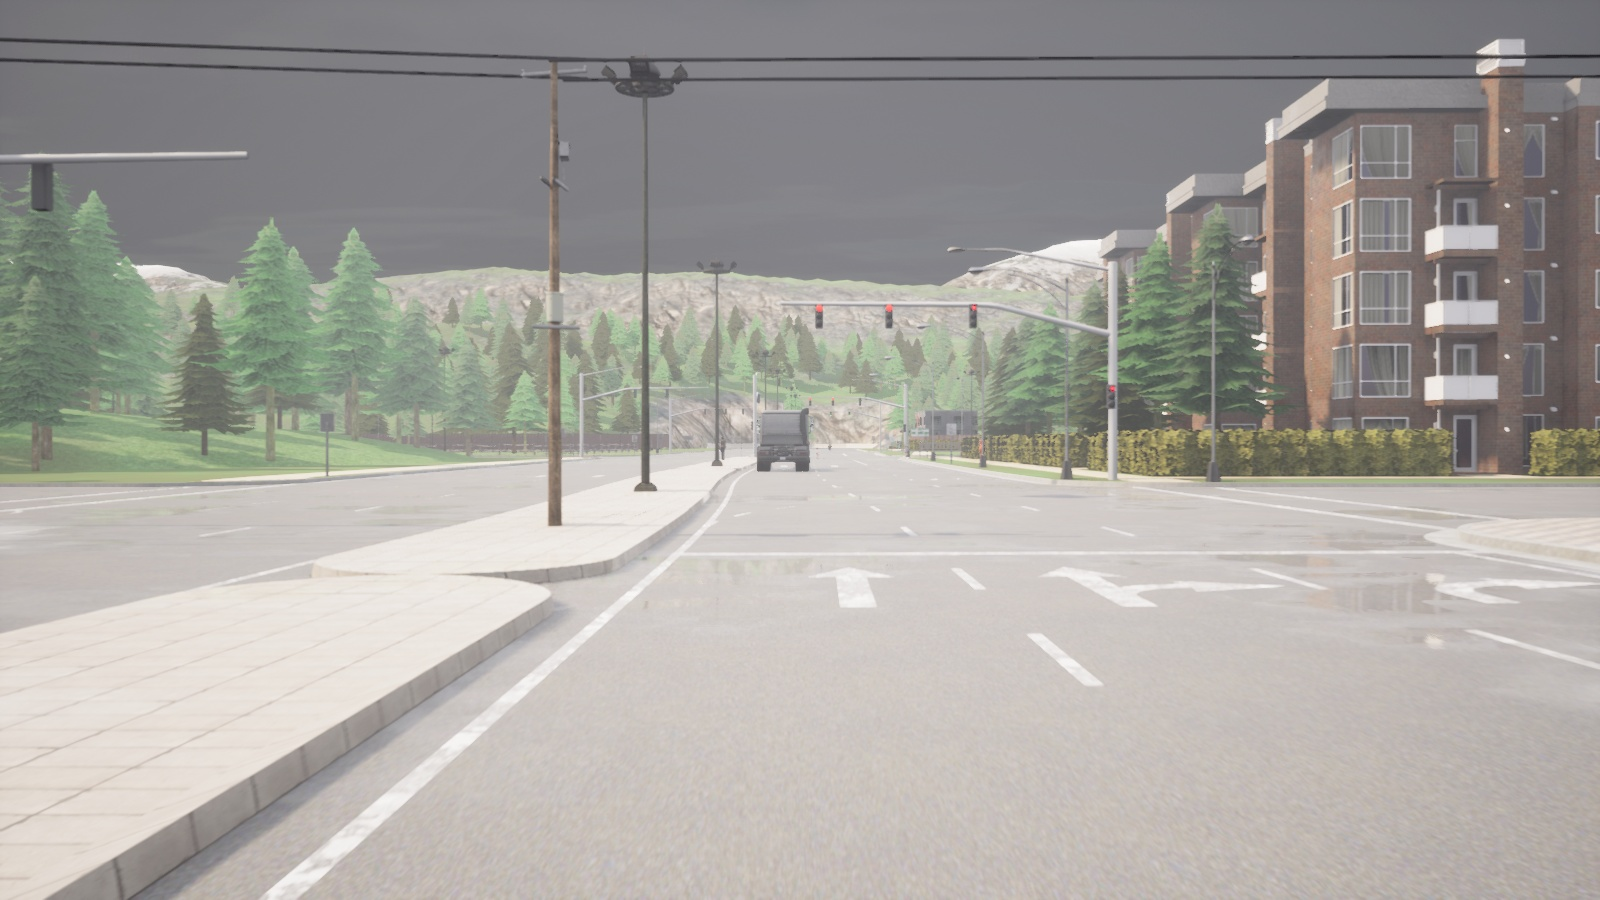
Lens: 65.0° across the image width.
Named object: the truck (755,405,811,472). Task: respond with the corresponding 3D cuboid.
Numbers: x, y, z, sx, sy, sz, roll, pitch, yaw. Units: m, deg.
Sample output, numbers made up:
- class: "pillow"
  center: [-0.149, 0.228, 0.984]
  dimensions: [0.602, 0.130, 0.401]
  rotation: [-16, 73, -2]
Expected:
- class: "truck"
  center: [-0.880, -0.625, 68.943]
  dimensions: [2.891, 3.462, 7.936]
  rotation: [0, 0, 0]
